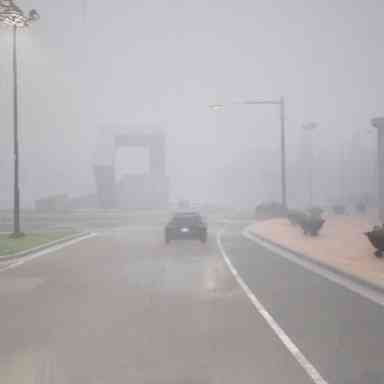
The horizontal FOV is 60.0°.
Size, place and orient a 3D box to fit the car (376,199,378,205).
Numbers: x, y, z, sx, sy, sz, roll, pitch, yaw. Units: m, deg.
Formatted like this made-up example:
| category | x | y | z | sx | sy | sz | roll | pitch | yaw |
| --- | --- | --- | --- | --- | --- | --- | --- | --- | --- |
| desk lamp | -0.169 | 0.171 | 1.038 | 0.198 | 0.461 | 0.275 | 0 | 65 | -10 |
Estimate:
| category | x | y | z | sx | sy | sz | roll | pitch | yaw |
| --- | --- | --- | --- | --- | --- | --- | --- | --- | --- |
| car | 28.581 | 1.331 | 46.979 | 5.008 | 1.535 | 1.882 | -1 | -1 | -10 |

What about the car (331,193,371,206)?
| category | x | y | z | sx | sy | sz | roll | pitch | yaw |
| --- | --- | --- | --- | --- | --- | --- | --- | --- | --- |
| car | 24.311 | 1.169 | 50.867 | 5.566 | 2.045 | 2.150 | -1 | 0 | 1 |

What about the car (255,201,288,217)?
| category | x | y | z | sx | sy | sz | roll | pitch | yaw |
| --- | --- | --- | --- | --- | --- | --- | --- | --- | --- |
| car | 7.850 | 1.580 | 32.382 | 2.128 | 1.511 | 4.902 | -1 | 0 | 37 |

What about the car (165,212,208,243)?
| category | x | y | z | sx | sy | sz | roll | pitch | yaw |
| --- | --- | --- | --- | --- | --- | --- | --- | --- | --- |
| car | -0.203 | 1.678 | 16.849 | 1.994 | 1.385 | 4.181 | -1 | 0 | 3 |
